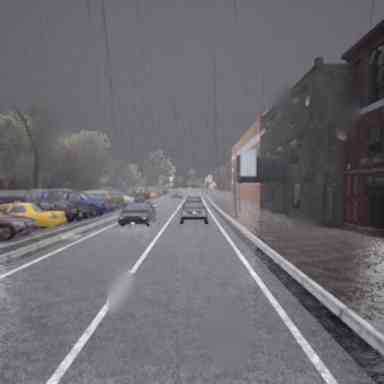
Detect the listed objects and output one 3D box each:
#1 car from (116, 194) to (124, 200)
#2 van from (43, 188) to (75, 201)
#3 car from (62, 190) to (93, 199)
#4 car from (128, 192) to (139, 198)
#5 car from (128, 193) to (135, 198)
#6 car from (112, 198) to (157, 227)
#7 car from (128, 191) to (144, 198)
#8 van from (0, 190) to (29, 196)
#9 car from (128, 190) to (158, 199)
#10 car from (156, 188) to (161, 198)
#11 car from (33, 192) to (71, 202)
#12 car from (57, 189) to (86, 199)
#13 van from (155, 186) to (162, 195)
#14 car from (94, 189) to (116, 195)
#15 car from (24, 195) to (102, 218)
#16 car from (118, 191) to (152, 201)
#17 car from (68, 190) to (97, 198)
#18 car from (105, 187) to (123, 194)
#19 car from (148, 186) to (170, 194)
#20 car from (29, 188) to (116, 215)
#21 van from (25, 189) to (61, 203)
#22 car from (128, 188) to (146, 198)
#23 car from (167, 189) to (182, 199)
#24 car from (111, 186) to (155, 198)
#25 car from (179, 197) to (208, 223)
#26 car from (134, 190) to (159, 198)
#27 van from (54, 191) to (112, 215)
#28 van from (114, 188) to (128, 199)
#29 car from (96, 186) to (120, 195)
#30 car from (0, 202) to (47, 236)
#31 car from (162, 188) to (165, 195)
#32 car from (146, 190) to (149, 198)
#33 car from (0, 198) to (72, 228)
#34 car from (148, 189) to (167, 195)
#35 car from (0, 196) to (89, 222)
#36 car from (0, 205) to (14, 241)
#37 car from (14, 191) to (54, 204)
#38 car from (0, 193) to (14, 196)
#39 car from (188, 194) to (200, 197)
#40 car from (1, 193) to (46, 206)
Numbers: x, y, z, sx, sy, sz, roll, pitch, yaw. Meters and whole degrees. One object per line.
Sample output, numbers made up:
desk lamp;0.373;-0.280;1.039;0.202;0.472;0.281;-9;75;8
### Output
car;-9.245;1.183;31.778;4.674;1.452;2.002;0;0;0
van;-21.773;0.427;54.418;4.442;1.987;1.878;0;1;0
car;-21.596;0.444;62.764;5.008;1.535;2.097;0;1;0
car;-9.182;1.046;40.276;4.674;1.452;2.002;0;1;0
car;-9.206;1.112;37.443;4.674;1.452;2.002;0;1;0
car;-3.316;1.330;21.247;2.033;1.411;5.357;0;1;0
car;-9.160;0.935;43.100;5.008;1.535;2.097;0;1;0
van;-21.638;0.781;40.299;4.442;1.987;1.878;0;1;0
car;-9.217;0.437;62.875;5.366;1.575;1.946;0;1;0
car;-8.865;0.508;60.047;5.366;1.575;1.946;0;1;0
car;-21.684;0.725;51.598;4.892;1.521;2.231;0;1;0
car;-21.651;0.390;59.938;4.553;1.767;2.185;0;1;0
van;-9.110;0.073;68.518;4.442;1.987;1.878;0;1;0
car;-21.477;-0.055;82.647;4.892;1.521;2.231;0;1;0
car;-9.305;1.205;23.301;5.008;1.535;2.097;0;0;0
car;-9.274;0.649;54.400;5.366;1.575;1.946;0;1;0
car;-21.586;0.374;65.586;5.008;1.535;2.097;0;1;0
car;-21.351;-0.413;91.120;4.553;1.767;2.185;0;1;0
car;-8.831;-0.458;88.290;5.566;2.045;2.435;0;2;0
car;-9.252;0.933;26.125;5.566;2.045;2.435;0;0;0
van;-21.815;0.569;48.769;4.442;1.987;1.878;0;1;0
car;-9.178;0.739;45.922;4.553;1.767;2.185;0;1;0
car;-2.934;0.364;61.986;2.097;1.767;4.553;0;1;1
car;-9.136;0.472;51.568;5.566;2.045;2.435;0;1;0
car;0.140;1.308;23.038;2.033;1.411;5.357;0;1;0
car;-9.010;0.409;65.699;4.674;1.452;2.002;0;1;0
van;-9.378;0.938;28.952;4.442;1.987;1.878;0;0;0
van;-9.340;0.893;34.482;4.442;1.987;1.878;0;1;0
car;-21.425;-0.378;85.339;5.566;2.045;2.435;0;1;0
car;-9.359;1.308;14.825;4.674;1.452;2.002;0;0;0
car;-8.958;0.197;74.174;4.674;1.452;2.002;0;1;0
car;-9.130;0.834;48.751;4.674;1.452;2.002;0;1;0
car;-9.523;1.244;17.652;5.366;1.575;1.946;0;0;0
car;-8.876;-0.092;85.474;4.674;1.452;2.002;0;2;0
car;-9.313;1.226;20.477;5.008;1.535;2.097;0;0;0
car;-9.378;1.329;12.000;4.674;1.452;2.002;0;0;0
car;-21.687;0.743;45.825;4.553;1.767;2.185;0;1;0
car;-21.793;1.119;34.526;5.008;1.535;2.097;0;0;0
car;0.245;0.973;41.228;2.128;1.511;4.902;0;1;0
car;-21.769;0.966;43.132;4.792;1.488;2.163;0;2;0
